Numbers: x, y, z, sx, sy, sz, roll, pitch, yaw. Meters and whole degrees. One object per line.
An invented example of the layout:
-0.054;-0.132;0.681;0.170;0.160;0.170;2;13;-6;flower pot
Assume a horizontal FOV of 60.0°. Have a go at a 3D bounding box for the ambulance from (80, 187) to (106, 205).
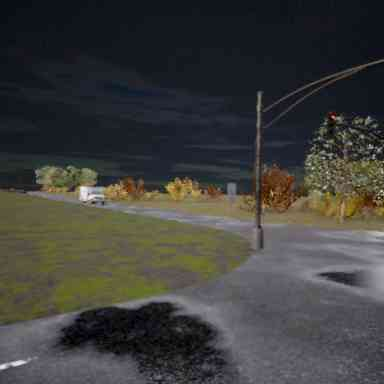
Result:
-14.377;0.520;48.273;2.351;2.431;6.366;2;0;-32;ambulance
